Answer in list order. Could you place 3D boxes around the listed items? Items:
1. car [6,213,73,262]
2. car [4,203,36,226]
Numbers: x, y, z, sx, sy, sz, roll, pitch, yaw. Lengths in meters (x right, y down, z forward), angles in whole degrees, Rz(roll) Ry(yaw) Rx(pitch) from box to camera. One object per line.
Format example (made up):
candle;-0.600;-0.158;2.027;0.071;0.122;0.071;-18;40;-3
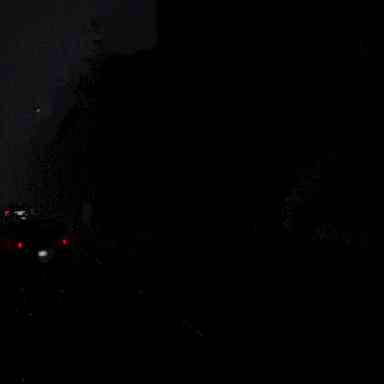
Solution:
car;-5.923;1.720;12.724;1.895;1.301;4.718;0;0;-29
car;-13.428;1.607;25.903;2.097;1.767;4.553;0;0;-29
